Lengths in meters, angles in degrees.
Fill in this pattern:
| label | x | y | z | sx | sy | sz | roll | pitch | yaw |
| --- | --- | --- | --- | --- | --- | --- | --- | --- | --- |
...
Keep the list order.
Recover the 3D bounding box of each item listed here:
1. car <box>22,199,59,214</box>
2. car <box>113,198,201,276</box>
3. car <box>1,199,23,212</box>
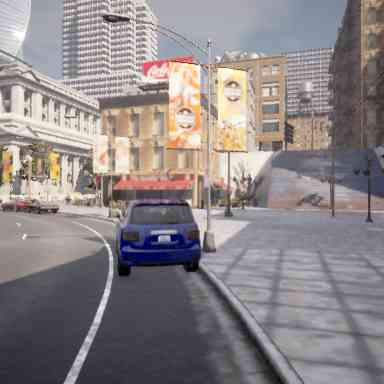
| label | x | y | z | sx | sy | sz | roll | pitch | yaw |
| --- | --- | --- | --- | --- | --- | --- | --- | --- | --- |
| car | -15.683 | 1.567 | 34.738 | 1.895 | 1.301 | 4.718 | 0 | 0 | -43 |
| car | -1.297 | 1.216 | 10.621 | 2.150 | 2.045 | 5.566 | 0 | 0 | -14 |
| car | -20.128 | 1.487 | 38.354 | 4.674 | 1.452 | 2.002 | 0 | 0 | 37 |
